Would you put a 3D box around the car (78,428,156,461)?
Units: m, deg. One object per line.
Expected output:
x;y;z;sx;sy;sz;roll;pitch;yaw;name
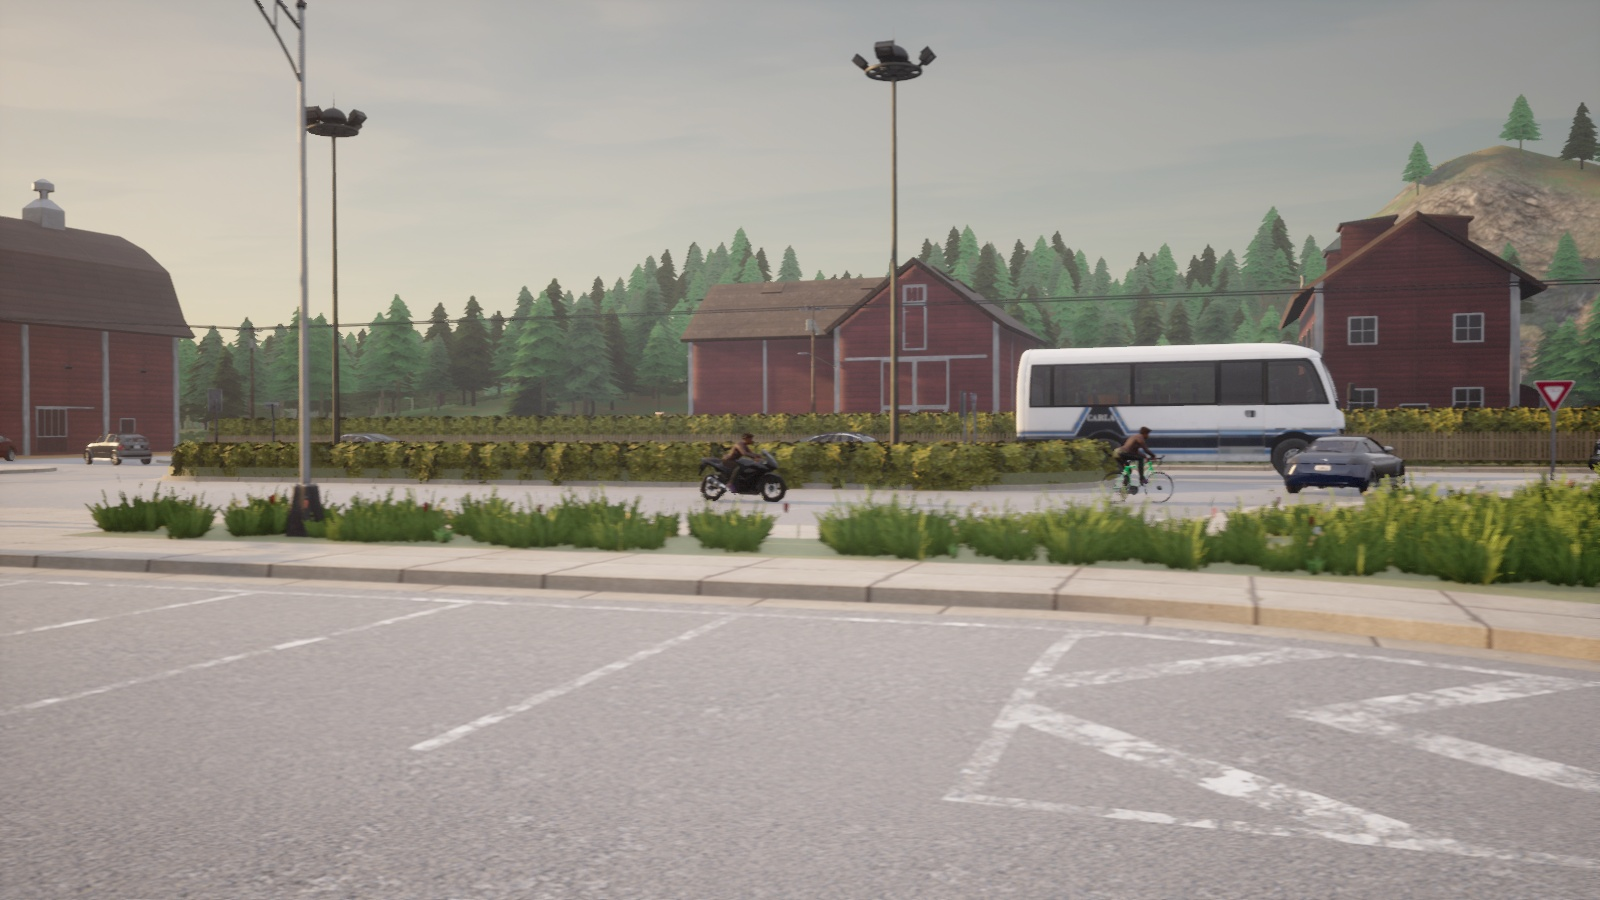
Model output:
-33.222;-0.301;61.072;3.705;1.549;1.789;1;1;34;car

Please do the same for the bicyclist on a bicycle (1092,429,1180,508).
7.024;0.385;26.282;1.656;1.620;0.582;1;1;-9;bicyclist on a bicycle

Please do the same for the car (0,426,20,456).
-41.869;-0.460;63.955;1.882;1.535;5.008;-1;1;-9;car

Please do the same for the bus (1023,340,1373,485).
12.675;-1.152;40.589;10.273;4.253;3.944;0;1;19;bus

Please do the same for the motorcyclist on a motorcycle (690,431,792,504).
-1.273;0.368;27.213;2.044;1.523;0.797;1;1;19;motorcyclist on a motorcycle

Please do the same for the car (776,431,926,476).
1.807;0.079;44.417;4.902;1.511;2.128;0;1;19;car

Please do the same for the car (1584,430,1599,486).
25.174;0.239;36.241;3.988;1.617;1.851;0;1;17;car

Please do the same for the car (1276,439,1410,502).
13.302;0.450;30.648;1.994;1.385;4.181;1;1;38;car

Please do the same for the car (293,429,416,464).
-19.735;-0.182;55.673;4.902;1.511;2.128;1;1;19;car
